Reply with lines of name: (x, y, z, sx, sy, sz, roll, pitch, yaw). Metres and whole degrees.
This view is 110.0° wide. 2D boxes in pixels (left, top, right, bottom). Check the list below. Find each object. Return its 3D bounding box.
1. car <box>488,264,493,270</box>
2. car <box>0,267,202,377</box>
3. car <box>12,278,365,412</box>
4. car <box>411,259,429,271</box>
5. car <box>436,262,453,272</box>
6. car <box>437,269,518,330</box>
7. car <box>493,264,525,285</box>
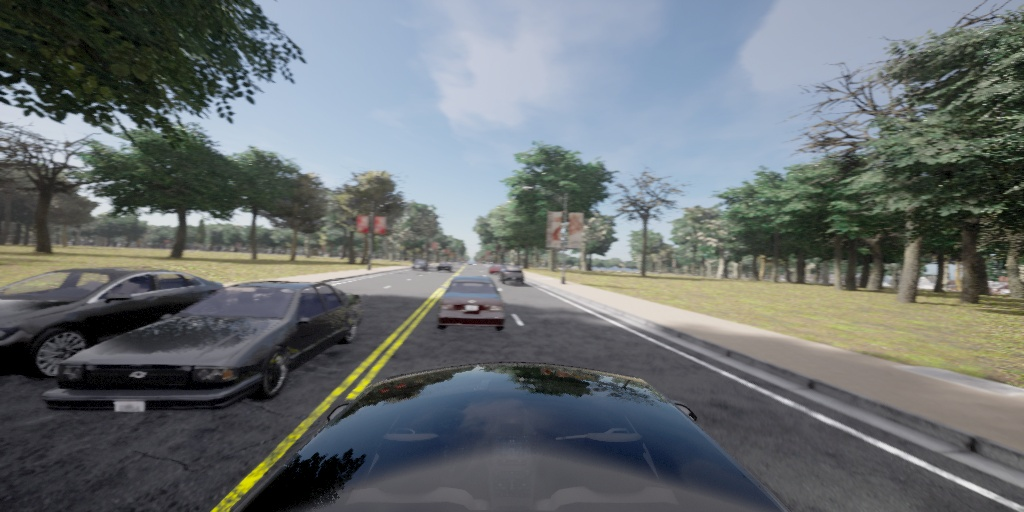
car: (-1.954, 1.691, 46.092, 1.994, 1.385, 4.181, 3, -1, -7)
car: (-7.459, 0.960, 6.491, 2.128, 1.511, 4.902, 3, -1, -6)
car: (-4.172, 1.156, 6.299, 2.033, 1.411, 5.357, 3, 0, -6)
car: (-12.082, 1.203, 47.498, 2.128, 1.511, 4.902, 3, -1, -6)
car: (-8.733, 1.446, 46.704, 1.895, 1.301, 4.718, 3, -1, -6)
car: (-1.267, 1.327, 11.271, 2.033, 1.411, 5.357, 3, -1, -6)
car: (-0.095, 1.507, 29.672, 2.128, 1.511, 4.902, 3, 0, -6)
